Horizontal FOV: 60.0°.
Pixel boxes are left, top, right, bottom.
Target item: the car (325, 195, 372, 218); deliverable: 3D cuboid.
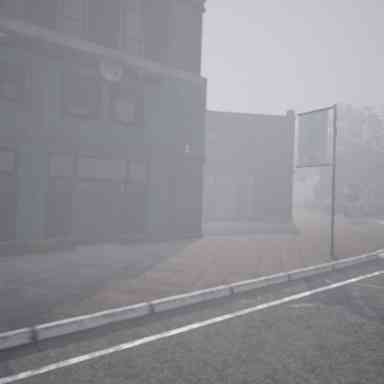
[{"bbox_3d":[15.276,1.384,32.901,2.150,2.045,5.566,2,0,-5],"label":"car"}]
